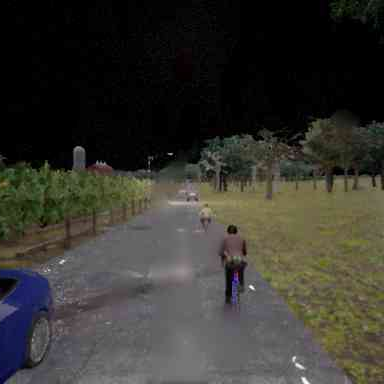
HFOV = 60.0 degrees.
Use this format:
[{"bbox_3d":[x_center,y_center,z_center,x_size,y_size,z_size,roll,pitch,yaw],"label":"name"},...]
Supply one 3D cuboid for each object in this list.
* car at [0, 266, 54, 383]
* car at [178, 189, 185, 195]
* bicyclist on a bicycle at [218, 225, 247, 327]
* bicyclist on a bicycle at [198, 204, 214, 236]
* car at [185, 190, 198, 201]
[{"bbox_3d":[-2.851,1.519,3.000,1.812,1.442,4.674,0,0,0],"label":"car"},{"bbox_3d":[-2.755,-0.108,93.926,2.097,1.767,4.553,0,2,0],"label":"car"},{"bbox_3d":[0.755,1.439,6.054,0.582,1.620,1.656,0,0,0],"label":"bicyclist on a bicycle"},{"bbox_3d":[0.723,1.391,16.956,0.866,1.612,1.509,0,0,0],"label":"bicyclist on a bicycle"},{"bbox_3d":[0.093,0.846,59.180,1.812,1.442,4.674,0,1,0],"label":"car"}]
